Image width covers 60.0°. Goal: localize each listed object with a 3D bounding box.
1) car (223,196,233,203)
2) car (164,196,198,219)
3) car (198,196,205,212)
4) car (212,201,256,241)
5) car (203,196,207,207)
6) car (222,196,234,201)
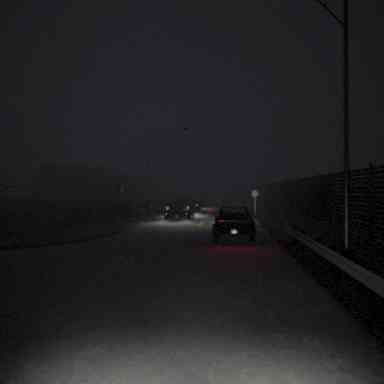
[{"bbox_3d":[6.896,1.364,64.161,1.895,1.301,4.718,0,0,6],"label":"car"},{"bbox_3d":[-0.979,1.267,27.993,2.097,1.767,4.553,0,0,6],"label":"car"},{"bbox_3d":[0.020,1.482,37.308,1.895,1.301,4.718,0,0,6],"label":"car"},{"bbox_3d":[2.017,1.430,16.232,2.128,1.511,4.902,0,0,6],"label":"car"},{"bbox_3d":[1.165,1.320,47.680,1.882,1.535,5.008,0,0,6],"label":"car"},{"bbox_3d":[5.891,1.400,54.441,1.895,1.301,4.718,0,0,6],"label":"car"}]
